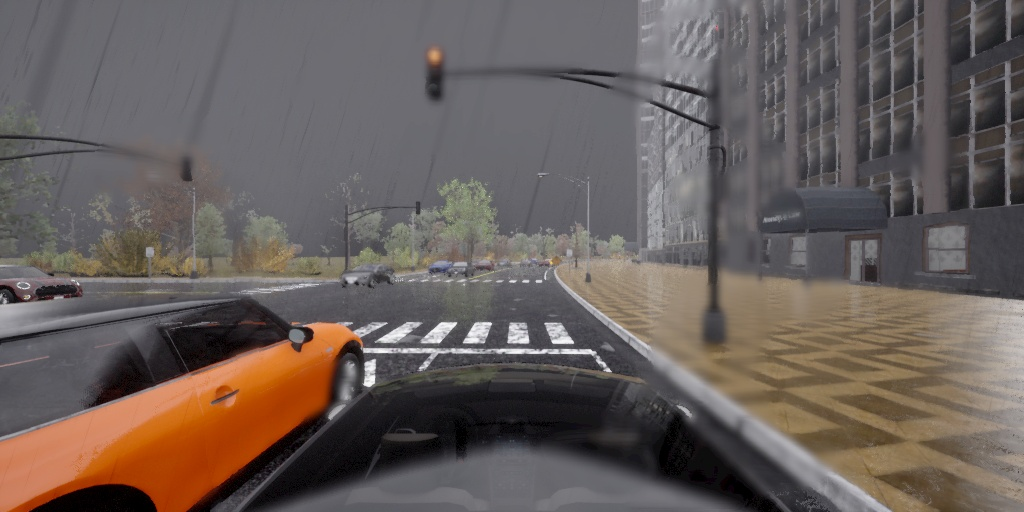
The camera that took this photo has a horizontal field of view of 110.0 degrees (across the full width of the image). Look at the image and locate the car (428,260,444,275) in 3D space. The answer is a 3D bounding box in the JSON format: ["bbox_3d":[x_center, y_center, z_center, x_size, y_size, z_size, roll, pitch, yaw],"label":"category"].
[{"bbox_3d":[-7.757,1.224,39.843,1.882,1.535,5.008,0,0,6],"label":"car"}]

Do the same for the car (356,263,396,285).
[{"bbox_3d":[-9.142,1.238,23.148,2.128,1.511,4.902,0,0,4],"label":"car"}]

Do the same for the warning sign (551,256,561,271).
[{"bbox_3d":[5.451,0.868,44.118,1.300,1.860,1.060,0,0,7],"label":"warning sign"}]

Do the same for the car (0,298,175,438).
[{"bbox_3d":[-6.567,1.350,3.605,1.895,1.301,4.718,0,0,1],"label":"car"}]

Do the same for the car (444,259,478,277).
[{"bbox_3d":[-4.937,1.273,35.375,1.812,1.442,4.674,0,0,6],"label":"car"}]

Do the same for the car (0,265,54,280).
[{"bbox_3d":[-20.969,1.159,14.958,4.553,1.767,2.097,0,0,4],"label":"car"}]

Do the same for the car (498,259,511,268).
[{"bbox_3d":[-1.313,1.245,62.797,2.128,1.511,4.902,0,0,10],"label":"car"}]

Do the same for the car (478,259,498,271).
[{"bbox_3d":[-3.548,1.227,47.897,1.882,1.535,5.008,0,0,8],"label":"car"}]

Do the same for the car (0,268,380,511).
[{"bbox_3d":[-3.103,1.102,3.187,2.097,1.767,4.553,0,0,0],"label":"car"}]

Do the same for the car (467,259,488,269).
[{"bbox_3d":[-5.449,1.241,57.644,2.128,1.511,4.902,0,0,9],"label":"car"}]
